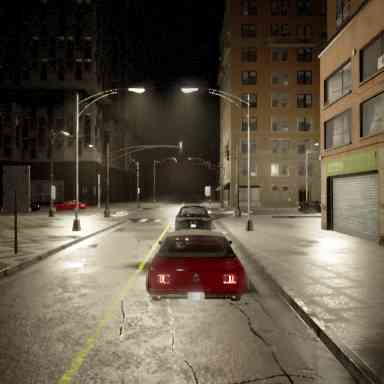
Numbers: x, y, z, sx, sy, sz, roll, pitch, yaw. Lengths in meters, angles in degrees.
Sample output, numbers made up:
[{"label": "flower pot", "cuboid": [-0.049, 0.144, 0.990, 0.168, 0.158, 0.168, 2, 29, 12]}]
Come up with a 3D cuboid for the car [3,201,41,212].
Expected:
[{"label": "car", "cuboid": [-20.203, 1.725, 39.293, 4.313, 1.339, 1.947, 0, 0, 0]}]

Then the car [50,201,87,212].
[{"label": "car", "cuboid": [-14.554, 1.701, 39.299, 4.206, 1.307, 1.802, 0, 0, 0]}]

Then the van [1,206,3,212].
[{"label": "van", "cuboid": [-20.186, 1.425, 30.769, 3.998, 1.788, 1.690, 0, 0, 0]}]

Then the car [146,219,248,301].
[{"label": "car", "cuboid": [0.081, 1.601, 8.261, 1.895, 1.301, 4.718, 0, 0, 0]}]

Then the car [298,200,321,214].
[{"label": "car", "cuboid": [12.040, 1.415, 30.805, 4.313, 1.339, 1.947, 0, 0, 0]}]

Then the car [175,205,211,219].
[{"label": "car", "cuboid": [0.058, 1.474, 18.410, 1.882, 1.535, 5.008, 0, 0, 0]}]
